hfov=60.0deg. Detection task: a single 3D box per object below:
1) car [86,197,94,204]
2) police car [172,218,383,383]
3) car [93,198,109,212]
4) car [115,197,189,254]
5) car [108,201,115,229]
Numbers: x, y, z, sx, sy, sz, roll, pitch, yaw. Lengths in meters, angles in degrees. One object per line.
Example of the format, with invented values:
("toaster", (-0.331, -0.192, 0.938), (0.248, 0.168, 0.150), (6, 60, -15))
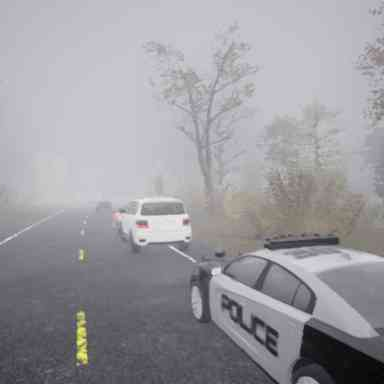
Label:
("car", (-23.482, 1.941, 77.531), (2.097, 1.767, 4.553), (-1, 0, -12))
("police car", (1.421, 1.402, 4.604), (1.930, 1.638, 5.238), (-1, 0, -19))
("car", (-11.088, 1.735, 41.631), (1.837, 1.490, 4.892), (-1, 0, -15))
("car", (-1.726, 1.250, 13.966), (2.150, 2.045, 5.566), (-1, 0, -18))
("car", (-3.537, 1.408, 19.594), (2.097, 1.767, 4.553), (-1, 0, -18))
